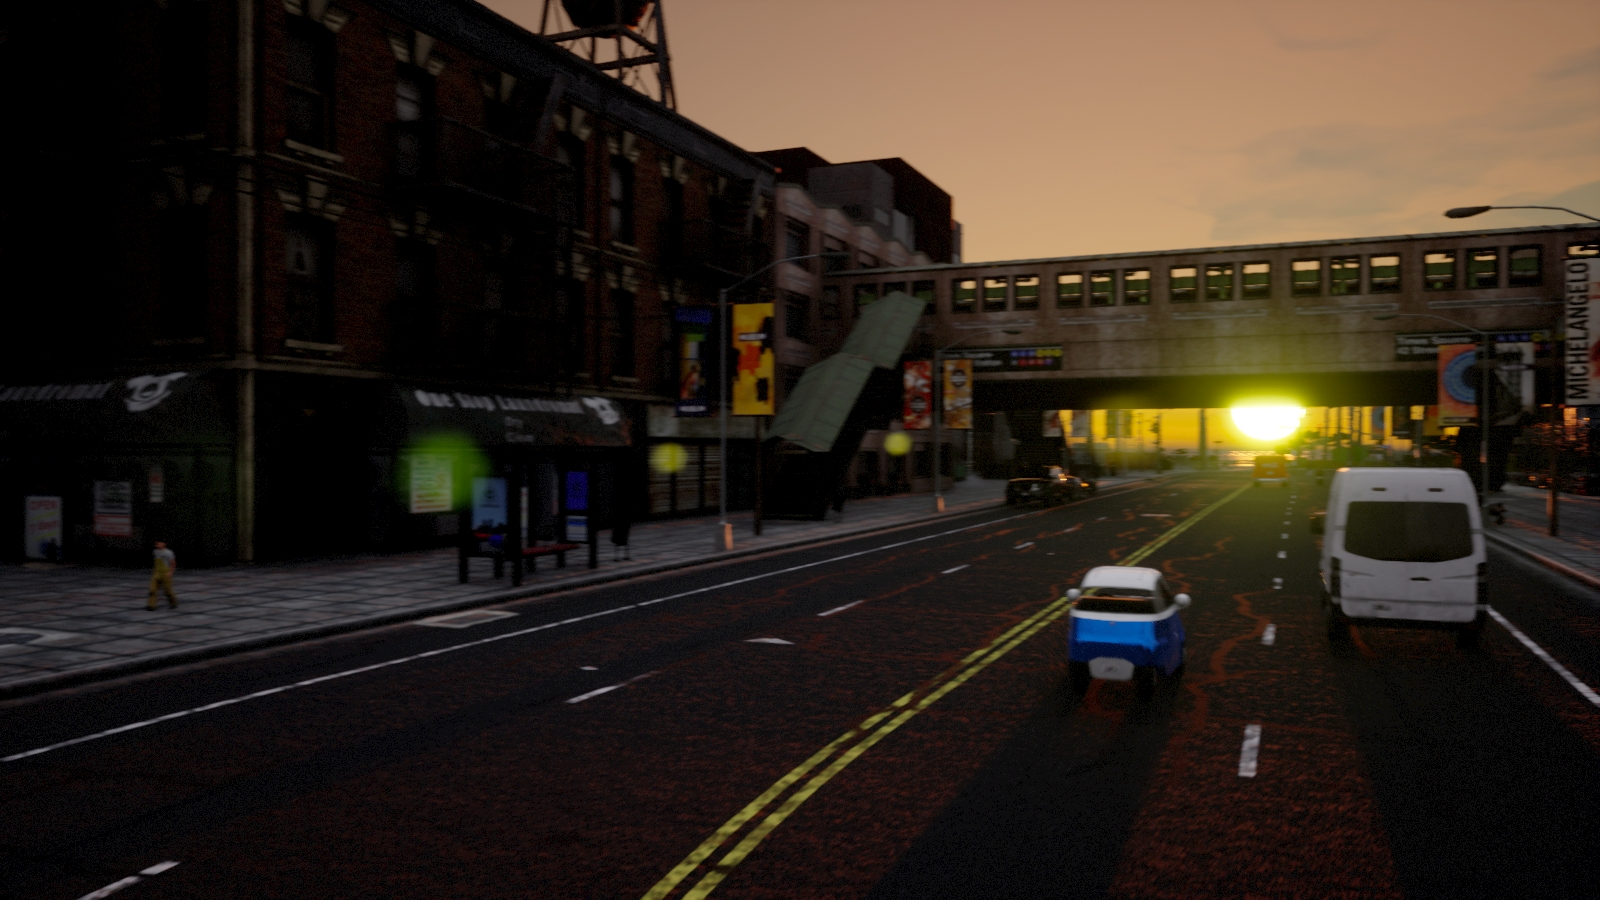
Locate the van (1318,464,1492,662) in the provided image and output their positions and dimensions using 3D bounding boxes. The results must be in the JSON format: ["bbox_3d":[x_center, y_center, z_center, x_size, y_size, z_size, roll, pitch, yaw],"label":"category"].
[{"bbox_3d":[9.471,1.550,18.336,1.988,2.561,5.915,0,0,23],"label":"van"}]

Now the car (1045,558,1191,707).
[{"bbox_3d":[3.905,2.126,13.855,1.481,1.376,2.207,0,0,22],"label":"car"}]

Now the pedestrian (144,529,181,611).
[{"bbox_3d":[-10.426,1.957,18.700,0.375,1.300,0.375,0,0,6],"label":"pedestrian"}]
